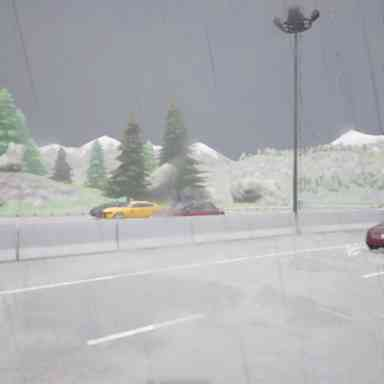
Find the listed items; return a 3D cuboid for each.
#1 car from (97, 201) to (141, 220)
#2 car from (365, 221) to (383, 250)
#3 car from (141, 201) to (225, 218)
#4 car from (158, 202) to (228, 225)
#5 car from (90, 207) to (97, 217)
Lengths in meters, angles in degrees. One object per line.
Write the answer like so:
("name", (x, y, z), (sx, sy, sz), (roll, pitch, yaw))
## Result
("car", (-4.422, 1.463, 25.918), (5.008, 1.535, 1.882), (0, 0, -31))
("car", (8.846, 1.605, 13.146), (4.181, 1.385, 1.994), (0, 0, -29))
("car", (-0.390, 1.353, 20.177), (4.553, 1.767, 2.097), (0, 0, -31))
("car", (0.129, 1.522, 24.559), (4.892, 1.490, 1.837), (1, 0, -30))
("car", (-6.593, 1.540, 28.685), (4.181, 1.385, 1.994), (0, 0, -31))
